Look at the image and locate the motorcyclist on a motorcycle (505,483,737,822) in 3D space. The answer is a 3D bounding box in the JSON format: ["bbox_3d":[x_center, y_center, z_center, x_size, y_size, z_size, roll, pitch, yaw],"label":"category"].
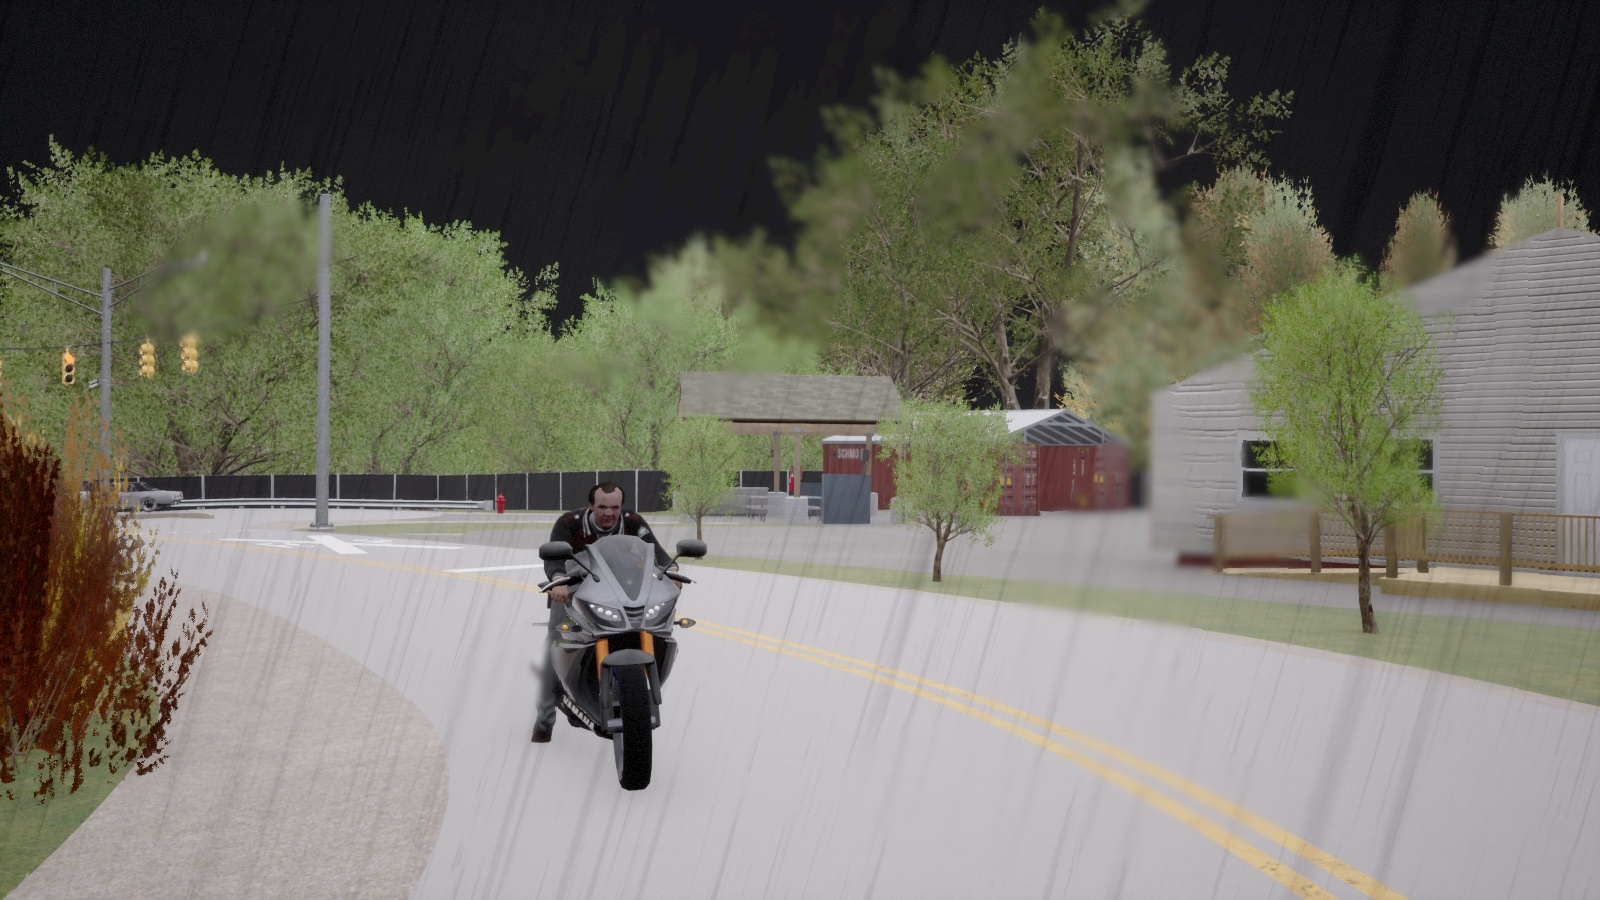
[{"bbox_3d":[-1.077,0.965,6.969,0.866,1.530,2.191,0,-1,-19],"label":"motorcyclist on a motorcycle"}]

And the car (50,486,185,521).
[{"bbox_3d":[-28.877,2.247,53.311,4.718,1.301,1.895,-1,-1,-16],"label":"car"}]
